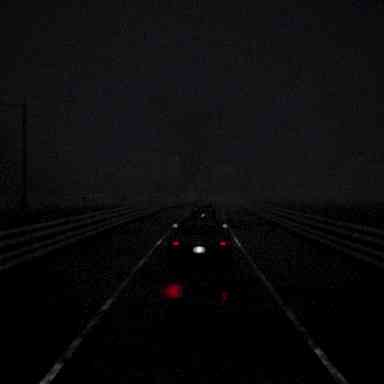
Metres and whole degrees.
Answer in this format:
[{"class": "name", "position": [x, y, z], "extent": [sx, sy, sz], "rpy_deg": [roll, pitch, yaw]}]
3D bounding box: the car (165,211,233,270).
[{"class": "car", "position": [0.261, 1.550, 11.081], "extent": [1.994, 1.385, 4.181], "rpy_deg": [0, 0, 2]}]

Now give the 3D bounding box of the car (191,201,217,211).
[{"class": "car", "position": [0.956, 1.462, 26.521], "extent": [2.128, 1.511, 4.902], "rpy_deg": [0, 0, 4]}]
